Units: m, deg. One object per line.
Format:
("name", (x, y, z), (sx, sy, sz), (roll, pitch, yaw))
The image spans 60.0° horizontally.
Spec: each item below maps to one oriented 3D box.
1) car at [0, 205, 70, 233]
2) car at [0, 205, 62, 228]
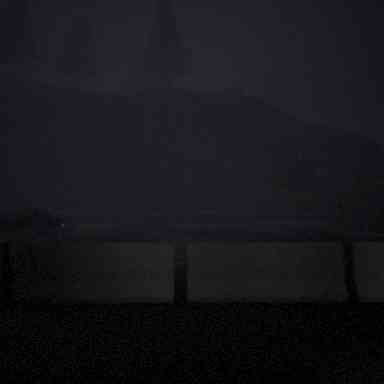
("car", (-9.566, 1.609, 18.862), (4.718, 1.301, 1.895), (0, 0, -4))
("car", (-11.167, 1.574, 22.209), (4.181, 1.385, 1.994), (0, 0, -4))
